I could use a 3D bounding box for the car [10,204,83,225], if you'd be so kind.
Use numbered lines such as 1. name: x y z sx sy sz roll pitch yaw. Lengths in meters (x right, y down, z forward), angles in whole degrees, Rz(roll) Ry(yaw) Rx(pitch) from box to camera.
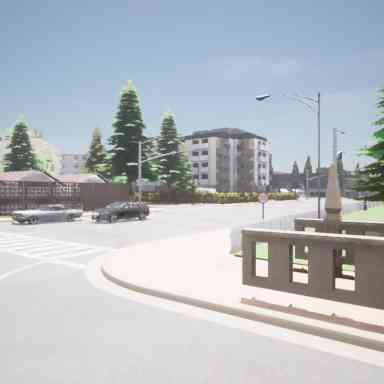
1. car: -10.555 1.592 24.391 1.895 1.301 4.718 0 0 38

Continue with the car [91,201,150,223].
1. car: -5.356 1.482 25.397 2.128 1.511 4.902 0 0 38
